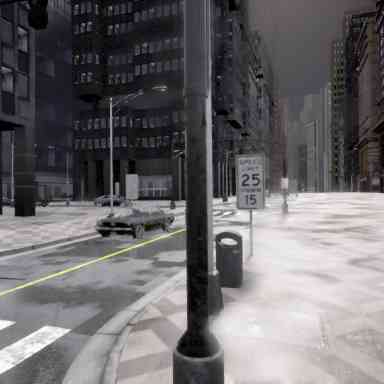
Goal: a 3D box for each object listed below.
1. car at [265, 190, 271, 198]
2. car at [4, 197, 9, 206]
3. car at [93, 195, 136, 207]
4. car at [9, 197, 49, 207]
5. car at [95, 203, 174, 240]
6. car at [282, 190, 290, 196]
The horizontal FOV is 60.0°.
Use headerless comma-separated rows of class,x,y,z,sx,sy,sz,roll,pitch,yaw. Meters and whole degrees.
car,14.684,0.429,66.601,2.128,1.511,4.902,-1,1,19
car,-27.384,1.339,46.802,4.181,1.385,1.994,-1,0,20
car,-8.584,1.065,36.965,4.902,1.511,2.128,-1,0,19
car,-19.750,1.245,40.810,4.181,1.385,1.994,0,0,19
car,-2.578,1.398,16.108,1.895,1.301,4.718,-1,1,20
car,23.379,0.269,82.740,1.895,1.301,4.718,-1,0,19
